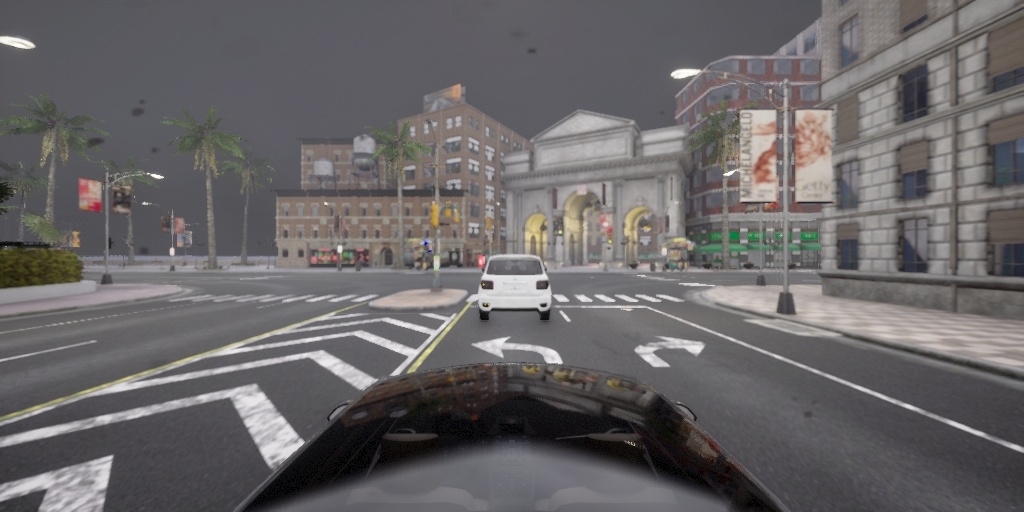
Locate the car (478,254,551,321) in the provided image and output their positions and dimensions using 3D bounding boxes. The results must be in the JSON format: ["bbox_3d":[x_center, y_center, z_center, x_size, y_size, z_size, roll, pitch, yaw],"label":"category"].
[{"bbox_3d":[0.086,0.964,12.534,2.150,2.045,5.566,0,0,0],"label":"car"}]
